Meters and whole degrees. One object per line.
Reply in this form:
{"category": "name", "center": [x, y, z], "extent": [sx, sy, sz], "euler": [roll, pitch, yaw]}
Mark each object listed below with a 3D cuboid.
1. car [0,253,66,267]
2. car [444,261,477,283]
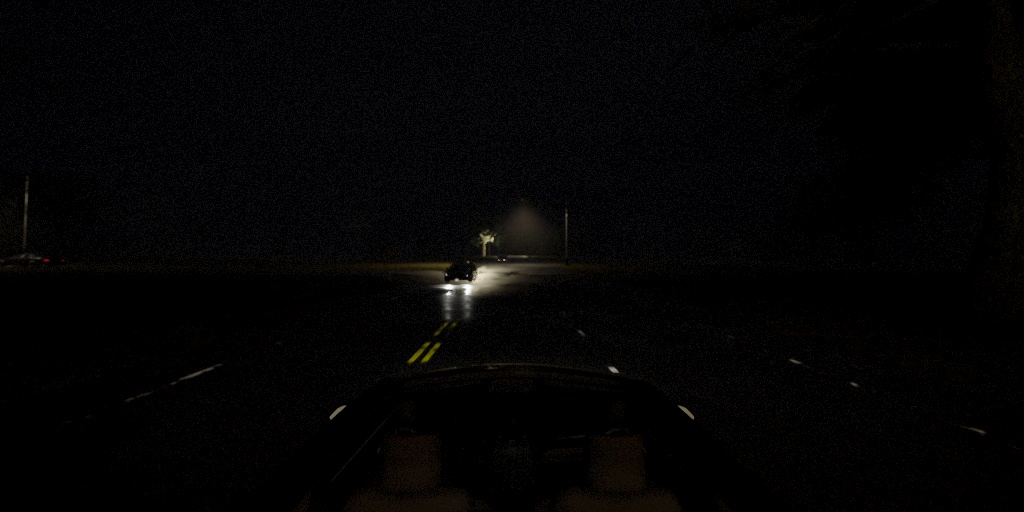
{"category": "car", "center": [-48.591, 0.416, 36.206], "extent": [5.357, 1.411, 2.033], "euler": [1, -1, 0]}
{"category": "car", "center": [-3.525, 1.082, 25.566], "extent": [2.033, 1.411, 5.357], "euler": [0, 1, 0]}
